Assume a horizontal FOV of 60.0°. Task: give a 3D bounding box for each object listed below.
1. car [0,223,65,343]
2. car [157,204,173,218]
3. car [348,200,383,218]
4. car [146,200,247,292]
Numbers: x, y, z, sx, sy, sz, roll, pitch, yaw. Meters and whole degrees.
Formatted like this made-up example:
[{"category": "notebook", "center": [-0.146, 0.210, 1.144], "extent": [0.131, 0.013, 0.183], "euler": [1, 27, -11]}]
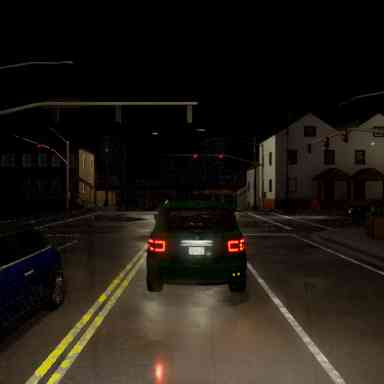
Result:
[{"category": "car", "center": [-3.592, 1.352, 4.777], "extent": [2.097, 1.767, 4.553], "euler": [0, 0, 0]}, {"category": "car", "center": [-3.593, 2.597, 45.329], "extent": [1.812, 1.442, 4.674], "euler": [0, -9, 0]}, {"category": "car", "center": [16.563, 1.491, 29.786], "extent": [4.902, 1.511, 2.128], "euler": [0, 0, -1]}, {"category": "car", "center": [0.090, 1.221, 9.059], "extent": [2.150, 2.045, 5.566], "euler": [0, 0, 0]}]
